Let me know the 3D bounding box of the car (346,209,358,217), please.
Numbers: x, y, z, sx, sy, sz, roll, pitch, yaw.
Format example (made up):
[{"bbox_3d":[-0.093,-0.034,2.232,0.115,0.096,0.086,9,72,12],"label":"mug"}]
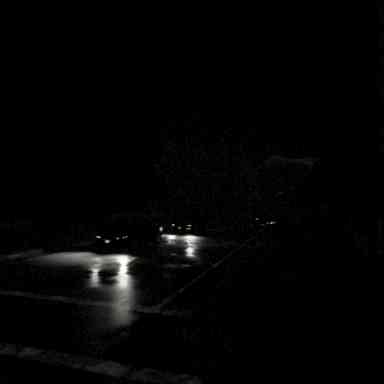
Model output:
[{"bbox_3d":[29.093,4.104,61.791,1.845,1.501,3.633,0,-2,18],"label":"car"}]

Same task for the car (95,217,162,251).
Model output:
[{"bbox_3d":[-3.152,2.120,17.534,1.837,1.490,4.892,0,-2,17],"label":"car"}]

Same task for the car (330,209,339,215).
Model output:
[{"bbox_3d":[37.099,5.096,86.544,2.007,1.523,4.514,0,-2,18],"label":"car"}]

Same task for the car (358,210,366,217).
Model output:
[{"bbox_3d":[34.213,4.418,67.927,1.970,1.475,3.806,0,-2,18],"label":"car"}]

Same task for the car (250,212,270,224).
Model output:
[{"bbox_3d":[8.430,3.220,41.147,1.994,1.385,4.181,0,-2,22],"label":"car"}]

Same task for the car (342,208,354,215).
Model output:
[{"bbox_3d":[40.099,5.100,85.627,2.152,1.636,5.027,0,-2,18],"label":"car"}]

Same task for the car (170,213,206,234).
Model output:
[{"bbox_3d":[-0.195,2.508,26.940,1.837,1.490,4.892,0,-2,18],"label":"car"}]

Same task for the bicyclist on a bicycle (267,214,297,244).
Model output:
[{"bbox_3d":[4.971,2.076,18.438,1.656,1.620,0.582,0,-2,17],"label":"bicyclist on a bicycle"}]
